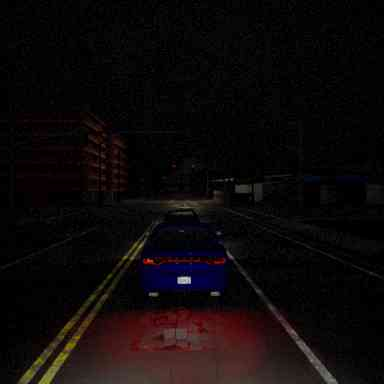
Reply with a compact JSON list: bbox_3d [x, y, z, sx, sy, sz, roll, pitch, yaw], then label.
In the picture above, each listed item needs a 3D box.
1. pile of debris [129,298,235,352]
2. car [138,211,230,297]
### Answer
[{"bbox_3d":[-0.175,2.175,5.638,1.500,0.140,1.860,0,0,-2],"label":"pile of debris"},{"bbox_3d":[-0.216,1.478,8.609,1.882,1.535,5.008,0,0,-2],"label":"car"}]
